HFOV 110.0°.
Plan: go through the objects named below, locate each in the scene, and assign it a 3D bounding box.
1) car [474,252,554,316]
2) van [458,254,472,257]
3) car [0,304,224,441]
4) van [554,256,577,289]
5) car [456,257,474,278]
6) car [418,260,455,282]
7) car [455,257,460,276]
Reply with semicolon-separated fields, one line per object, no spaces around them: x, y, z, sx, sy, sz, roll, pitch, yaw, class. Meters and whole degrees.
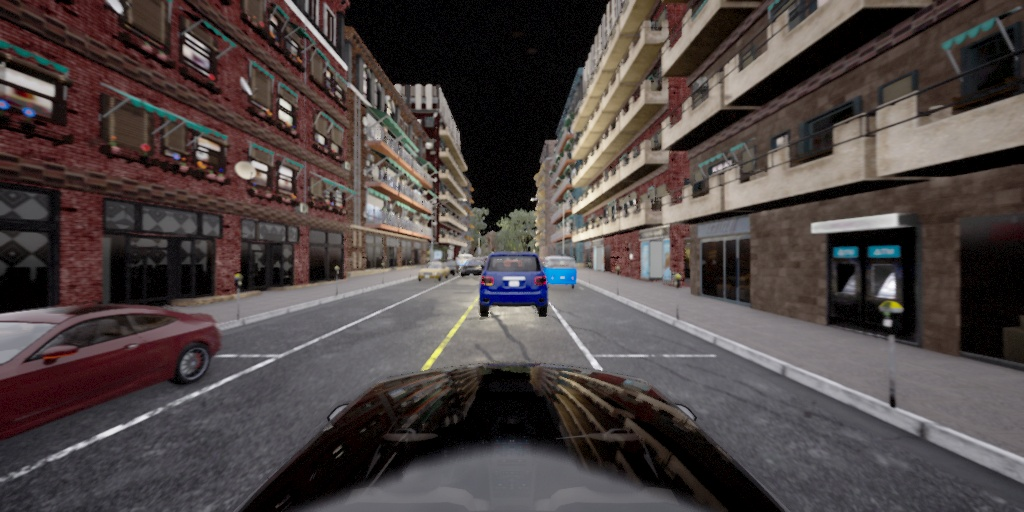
0.038;0.864;12.979;2.150;2.045;5.566;0;0;0;car
-5.697;0.697;43.362;1.690;1.789;3.998;0;0;0;van
-5.690;1.307;4.367;1.802;1.307;4.207;0;0;0;car
2.691;0.908;21.040;1.690;1.789;3.998;0;0;0;van
-3.083;1.030;29.983;2.033;1.411;5.357;0;1;0;car
-5.693;1.039;26.480;1.751;1.417;4.829;0;0;0;car
-5.695;1.027;32.221;1.948;1.339;4.313;0;0;0;car
